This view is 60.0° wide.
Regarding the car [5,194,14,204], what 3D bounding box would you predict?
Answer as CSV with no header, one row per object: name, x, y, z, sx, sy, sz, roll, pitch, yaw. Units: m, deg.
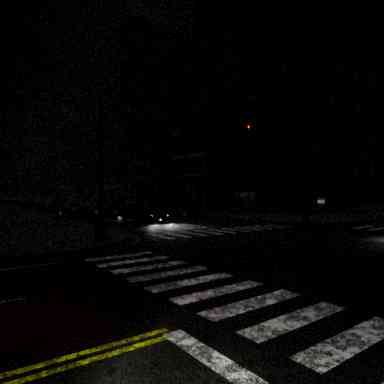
car,-32.799,1.551,61.595,2.008,1.369,4.403,0,0,-35

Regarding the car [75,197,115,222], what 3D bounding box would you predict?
car,-7.226,1.423,25.684,1.967,1.590,4.097,0,0,-35

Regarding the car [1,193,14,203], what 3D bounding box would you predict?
car,-39.192,1.556,70.573,1.887,1.381,4.507,0,0,-35

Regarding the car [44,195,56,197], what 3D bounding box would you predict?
car,-29.458,1.478,70.739,1.967,1.590,4.097,0,0,-35

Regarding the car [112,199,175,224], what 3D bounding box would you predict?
car,-3.788,1.541,25.200,2.033,1.411,5.357,0,0,-37

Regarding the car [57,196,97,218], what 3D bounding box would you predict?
car,-10.422,1.421,30.173,1.967,1.590,4.097,0,0,-35

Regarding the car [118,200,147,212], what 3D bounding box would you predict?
car,-7.083,1.594,39.317,1.802,1.307,4.206,0,0,-35

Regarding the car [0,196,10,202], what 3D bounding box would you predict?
car,-42.389,1.598,75.063,1.802,1.307,4.206,0,0,-35

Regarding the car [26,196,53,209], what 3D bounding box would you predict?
car,-20.012,1.534,43.639,2.008,1.369,4.403,0,0,-35

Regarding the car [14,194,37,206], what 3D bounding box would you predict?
car,-26.405,1.430,52.617,1.967,1.590,4.097,0,0,-35

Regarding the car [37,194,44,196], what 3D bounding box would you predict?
car,-35.851,1.488,79.718,1.967,1.590,4.097,0,0,-35

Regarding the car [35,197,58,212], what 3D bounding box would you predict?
car,-16.816,1.563,39.150,1.802,1.307,4.206,0,0,-35

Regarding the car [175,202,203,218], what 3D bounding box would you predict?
car,-0.689,1.581,30.338,1.947,1.339,4.313,0,0,-35

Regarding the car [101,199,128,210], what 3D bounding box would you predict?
car,-10.279,1.579,43.806,1.947,1.339,4.313,0,0,-35
